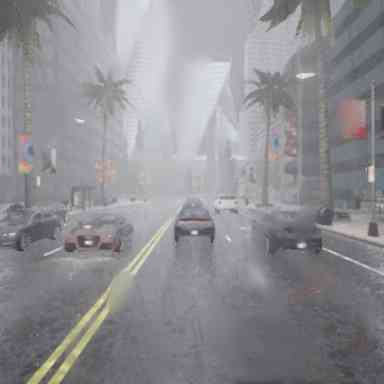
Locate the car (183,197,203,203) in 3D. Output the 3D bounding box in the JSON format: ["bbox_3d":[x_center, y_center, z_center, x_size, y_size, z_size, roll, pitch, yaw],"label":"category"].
[{"bbox_3d":[0.115,1.360,35.266,2.097,1.767,4.553,0,0,0],"label":"car"}]

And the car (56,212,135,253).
[{"bbox_3d":[-3.595,1.567,13.546,1.994,1.385,4.181,0,0,0],"label":"car"}]

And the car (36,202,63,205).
[{"bbox_3d":[-10.077,1.485,23.045,2.231,1.521,4.892,0,0,0],"label":"car"}]

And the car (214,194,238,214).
[{"bbox_3d":[3.615,1.230,36.105,2.150,2.045,5.566,0,0,0],"label":"car"}]

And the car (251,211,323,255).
[{"bbox_3d":[3.605,1.508,13.339,1.837,1.490,4.892,0,0,0],"label":"car"}]

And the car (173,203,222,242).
[{"bbox_3d":[0.106,1.495,16.376,2.128,1.511,4.902,0,0,0],"label":"car"}]

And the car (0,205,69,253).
[{"bbox_3d":[-7.094,1.494,13.910,2.128,1.511,4.902,0,0,0],"label":"car"}]
